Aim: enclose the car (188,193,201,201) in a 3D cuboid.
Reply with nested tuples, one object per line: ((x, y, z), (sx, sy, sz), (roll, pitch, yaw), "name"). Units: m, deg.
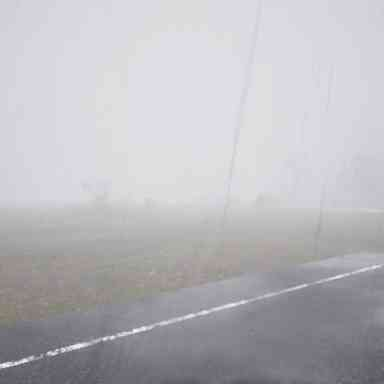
((1.078, 1.078, 73.293), (2.097, 1.767, 4.553), (0, 0, -34), "car")

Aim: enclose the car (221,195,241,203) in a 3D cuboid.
((7.311, 1.353, 63.989), (2.128, 1.511, 4.902), (0, 0, -34), "car")
